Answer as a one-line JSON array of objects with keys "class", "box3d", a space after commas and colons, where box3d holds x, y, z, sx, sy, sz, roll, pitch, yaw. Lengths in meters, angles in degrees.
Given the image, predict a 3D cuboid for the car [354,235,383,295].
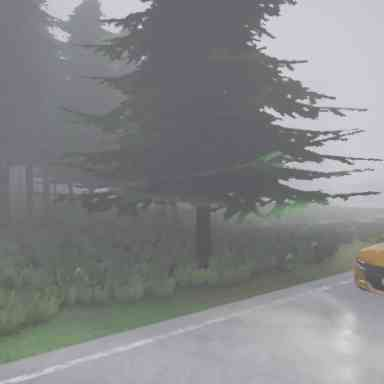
[{"class": "car", "box3d": [5.733, 1.429, 7.712, 5.008, 1.535, 1.882, 0, 0, -35]}]
